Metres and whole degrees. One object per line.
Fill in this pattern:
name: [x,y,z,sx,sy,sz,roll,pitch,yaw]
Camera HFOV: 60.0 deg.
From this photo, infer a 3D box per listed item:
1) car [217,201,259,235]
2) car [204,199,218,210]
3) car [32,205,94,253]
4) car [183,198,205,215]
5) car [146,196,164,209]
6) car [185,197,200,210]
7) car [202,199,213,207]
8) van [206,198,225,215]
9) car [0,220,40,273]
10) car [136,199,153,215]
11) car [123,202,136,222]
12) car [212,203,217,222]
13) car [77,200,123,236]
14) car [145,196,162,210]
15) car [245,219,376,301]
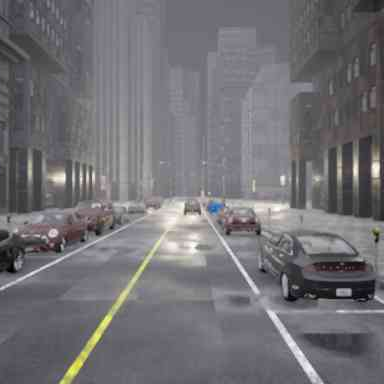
car: [2.733,1.547,19.434,1.967,1.590,4.097,0,0,0]
car: [2.690,1.800,47.648,1.752,1.417,4.829,0,0,0]
car: [-5.784,1.516,13.807,1.967,1.590,4.097,0,0,0]
car: [0.045,1.698,36.734,2.128,1.511,4.902,0,0,0]
car: [-5.844,1.625,53.073,2.192,1.841,5.009,0,0,0]
car: [0.026,1.634,48.801,2.097,1.767,4.553,0,0,0]
car: [2.673,1.931,58.695,1.802,1.307,4.206,0,0,0]
van: [2.707,1.544,36.262,1.690,1.788,3.998,0,0,0]
car: [-5.775,1.611,8.197,1.947,1.339,4.313,0,0,0]
car: [-5.818,1.754,36.243,2.008,1.369,4.403,0,0,0]
car: [-5.800,1.688,25.025,2.008,1.369,4.403,0,0,0]
car: [2.725,1.719,25.042,1.802,1.307,4.206,0,0,0]
car: [-5.792,1.421,19.417,2.192,1.841,5.009,0,0,0]
car: [-5.835,1.588,47.463,2.192,1.841,5.009,0,0,0]
car: [2.750,1.596,8.215,2.008,1.369,4.403,0,0,0]
